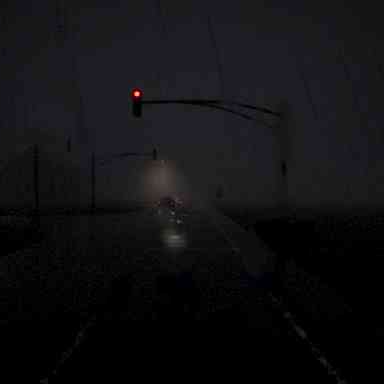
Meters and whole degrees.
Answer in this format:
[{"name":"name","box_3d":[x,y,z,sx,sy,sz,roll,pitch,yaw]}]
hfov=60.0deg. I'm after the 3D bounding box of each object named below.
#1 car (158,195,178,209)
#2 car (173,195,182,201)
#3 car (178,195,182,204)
[{"name":"car","box_3d":[-3.506,1.414,46.730,2.097,1.767,4.553,0,0,0]},{"name":"car","box_3d":[-3.363,1.413,79.095,1.812,1.442,4.674,0,0,0]},{"name":"car","box_3d":[-3.424,1.422,63.825,2.097,1.767,4.553,0,0,1]}]
